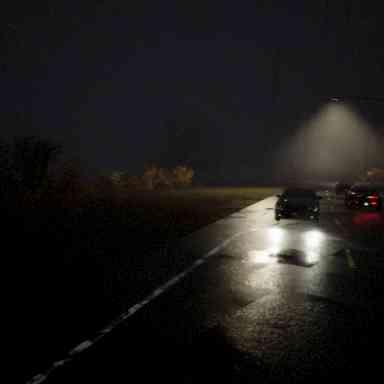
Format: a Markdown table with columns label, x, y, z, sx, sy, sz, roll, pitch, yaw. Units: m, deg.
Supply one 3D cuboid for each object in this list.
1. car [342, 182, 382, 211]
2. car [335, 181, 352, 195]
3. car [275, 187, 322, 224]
| label | x | y | z | sx | sy | sz | roll | pitch | yaw |
| --- | --- | --- | --- | --- | --- | --- | --- | --- | --- |
| car | 11.297 | 0.332 | 22.094 | 1.837 | 1.490 | 4.892 | 3 | 4 | 21 |
| car | 16.941 | -0.500 | 36.735 | 1.882 | 1.535 | 5.008 | 3 | 4 | 21 |
| car | 5.303 | 0.527 | 16.481 | 1.882 | 1.535 | 5.008 | 3 | 4 | 21 |
